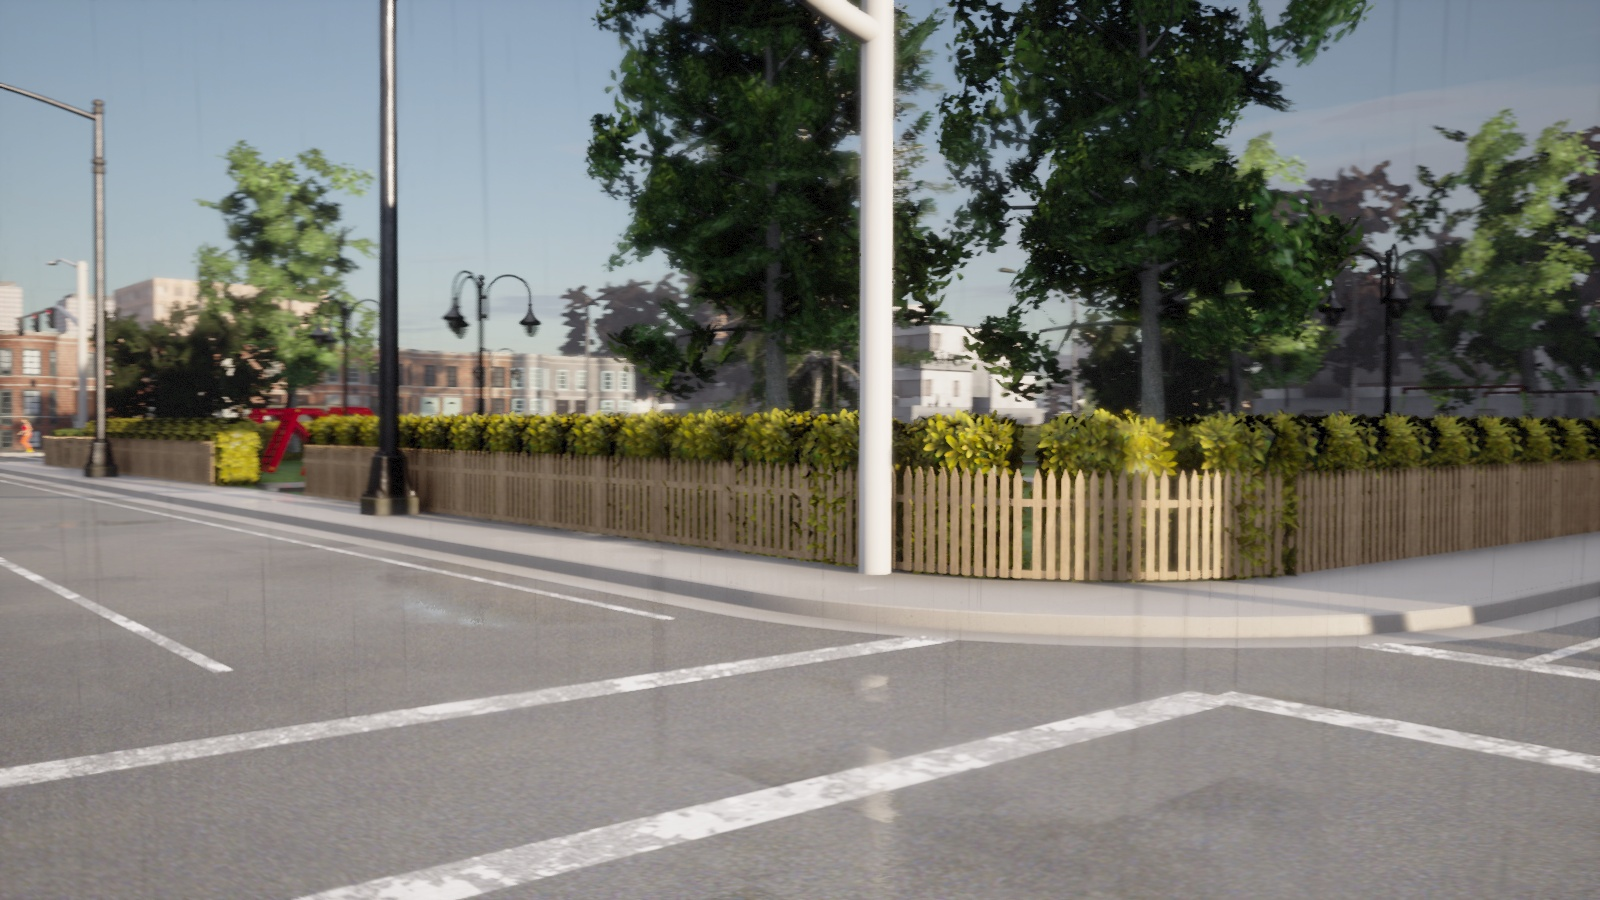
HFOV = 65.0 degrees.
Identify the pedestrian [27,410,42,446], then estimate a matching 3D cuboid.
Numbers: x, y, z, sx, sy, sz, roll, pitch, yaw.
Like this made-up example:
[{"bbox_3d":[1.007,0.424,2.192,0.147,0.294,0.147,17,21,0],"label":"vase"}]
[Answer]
[{"bbox_3d":[-39.017,-1.105,64.001,0.594,1.836,0.345,0,1,-41],"label":"pedestrian"}]
